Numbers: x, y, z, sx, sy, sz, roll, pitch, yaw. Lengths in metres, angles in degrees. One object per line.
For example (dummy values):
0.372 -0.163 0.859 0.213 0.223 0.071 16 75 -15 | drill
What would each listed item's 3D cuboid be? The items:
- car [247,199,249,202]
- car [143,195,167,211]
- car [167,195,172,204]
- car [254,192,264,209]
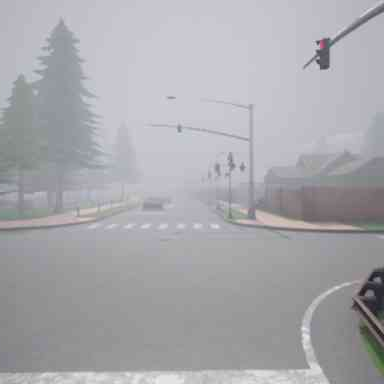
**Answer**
8.436 0.824 38.304 3.866 1.878 1.905 0 0 -1 | car
-4.078 1.149 35.594 1.882 1.535 5.008 0 0 0 | car
-4.217 1.132 52.367 1.895 1.301 4.718 0 0 -1 | car
8.851 0.844 35.794 4.605 1.855 1.932 0 0 -1 | car
